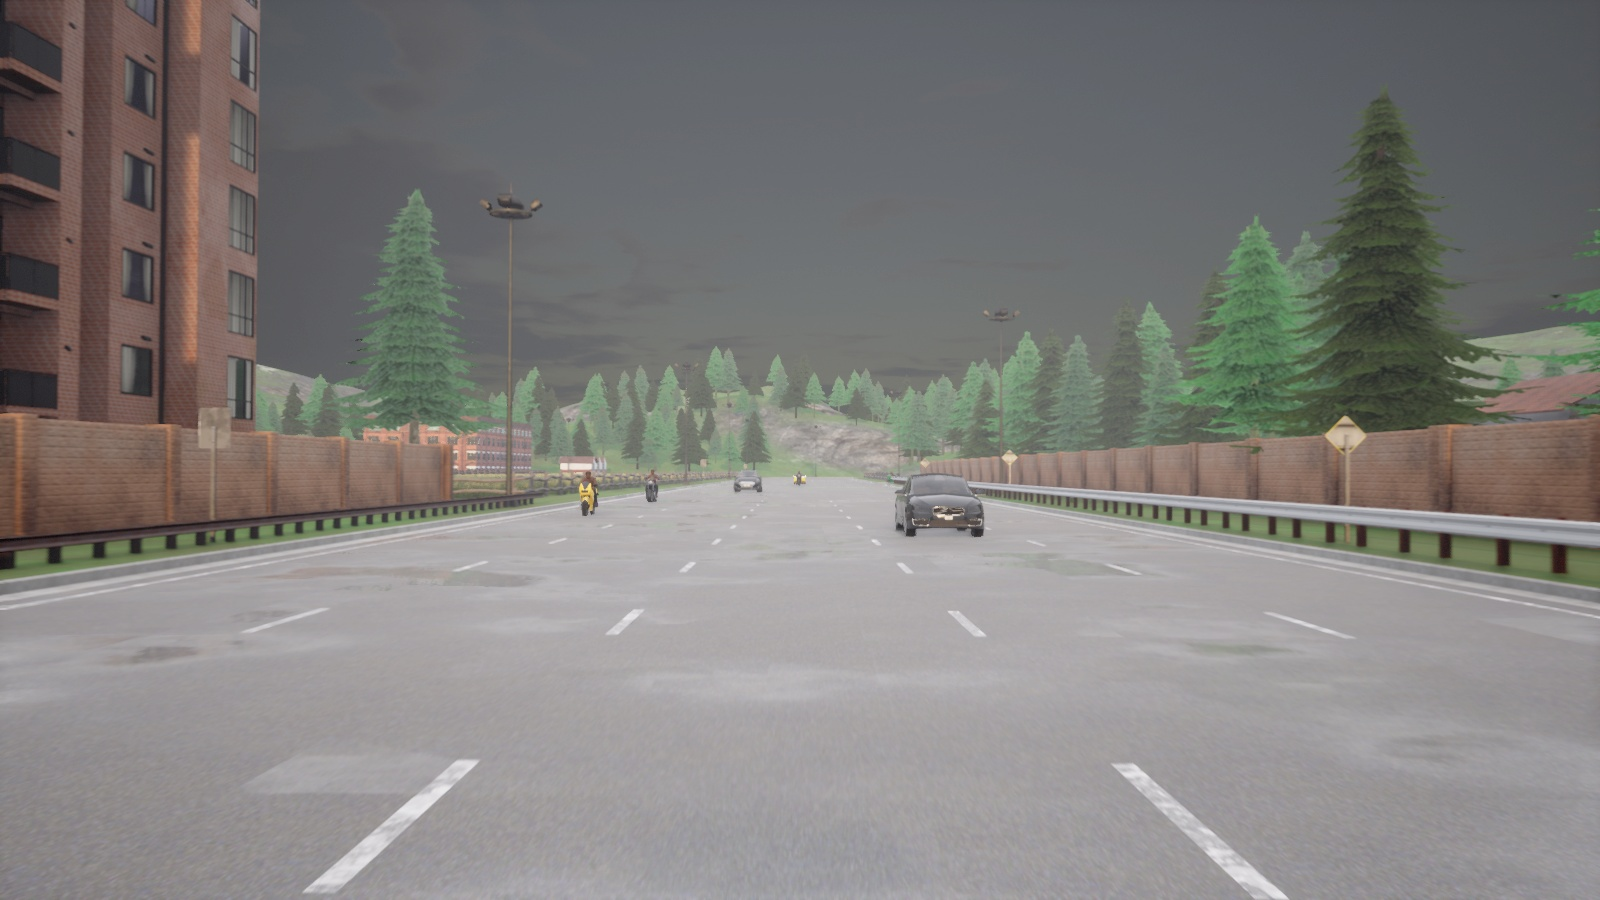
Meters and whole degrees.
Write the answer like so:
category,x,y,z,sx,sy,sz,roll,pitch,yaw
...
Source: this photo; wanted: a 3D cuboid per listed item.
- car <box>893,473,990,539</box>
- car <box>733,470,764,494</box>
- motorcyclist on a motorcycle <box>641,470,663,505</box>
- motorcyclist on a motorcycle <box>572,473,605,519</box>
category,x,y,z,sx,sy,sz,roll,pitch,yaw
car,3.424,1.325,31.280,1.837,1.490,4.892,0,-1,0
car,-3.694,2.258,90.367,2.033,1.649,4.856,0,0,0
motorcyclist on a motorcycle,-7.147,1.803,60.780,0.766,1.649,2.350,0,-1,0
motorcyclist on a motorcycle,-7.102,1.527,42.263,0.797,1.523,2.044,0,-1,0
